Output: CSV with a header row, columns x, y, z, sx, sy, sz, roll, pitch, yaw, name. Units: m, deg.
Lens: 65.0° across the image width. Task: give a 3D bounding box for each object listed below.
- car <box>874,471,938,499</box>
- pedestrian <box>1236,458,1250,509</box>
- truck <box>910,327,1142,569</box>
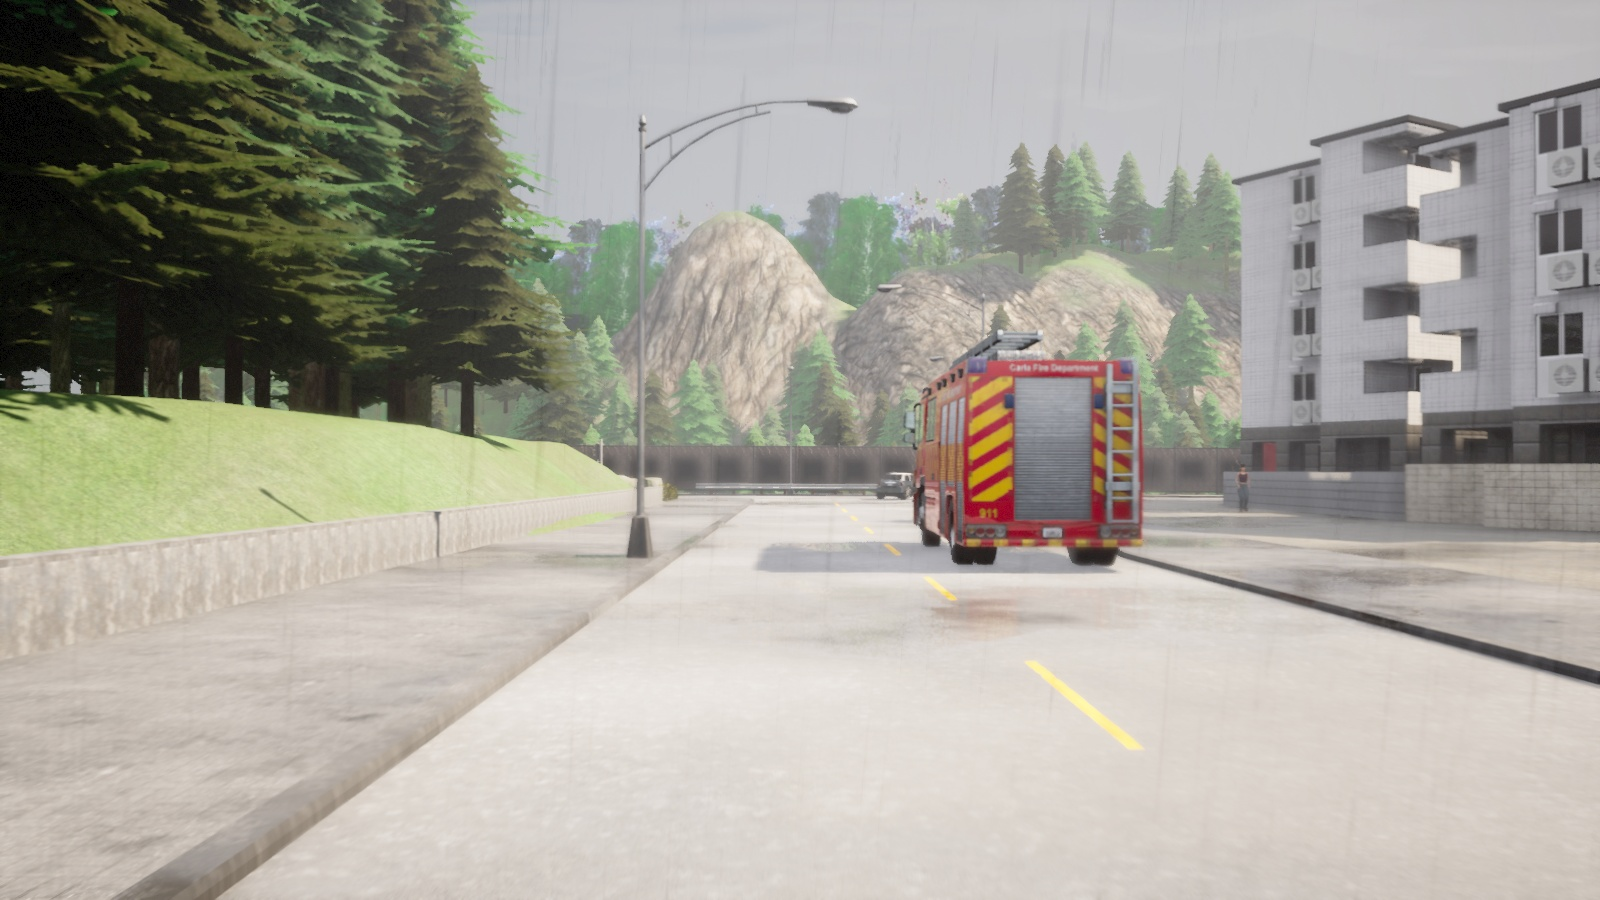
x,y,z,sx,sy,sz,roll,pitch,yaw,name
5.948,1.929,70.076,1.970,1.475,3.806,-1,-1,33,car
16.330,1.234,46.305,0.345,1.836,0.594,0,-1,9,pedestrian
3.940,0.038,24.124,2.891,3.827,8.468,0,-1,0,truck
